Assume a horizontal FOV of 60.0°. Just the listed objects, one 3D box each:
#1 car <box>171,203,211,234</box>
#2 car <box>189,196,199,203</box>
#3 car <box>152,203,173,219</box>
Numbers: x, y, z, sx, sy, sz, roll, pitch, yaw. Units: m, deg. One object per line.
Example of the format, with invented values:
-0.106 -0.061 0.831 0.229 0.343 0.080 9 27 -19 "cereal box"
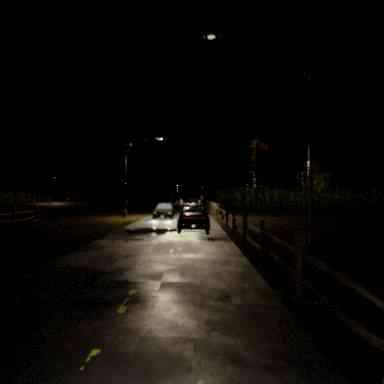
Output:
0.109 1.637 20.255 2.128 1.511 4.902 0 0 0 "car"
0.478 2.013 80.841 2.150 2.045 5.566 0 -1 0 "car"
-2.572 1.761 31.593 2.033 1.411 5.357 0 -1 0 "car"
